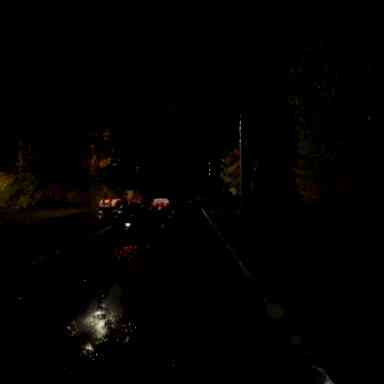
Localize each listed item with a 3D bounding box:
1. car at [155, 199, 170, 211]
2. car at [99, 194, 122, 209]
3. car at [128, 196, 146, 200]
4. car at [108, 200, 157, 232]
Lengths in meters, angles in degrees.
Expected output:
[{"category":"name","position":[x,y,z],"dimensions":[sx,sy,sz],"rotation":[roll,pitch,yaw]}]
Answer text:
[{"category":"car","position":[-3.527,1.449,38.586],"dimensions":[1.895,1.301,4.718],"rotation":[0,0,0]},{"category":"car","position":[-10.156,1.120,41.779],"dimensions":[2.097,1.767,4.553],"rotation":[0,0,0]},{"category":"car","position":[-6.906,1.236,41.769],"dimensions":[1.882,1.535,5.008],"rotation":[0,0,0]},{"category":"car","position":[-3.375,1.439,19.799],"dimensions":[1.837,1.490,4.892],"rotation":[0,0,-1]}]
